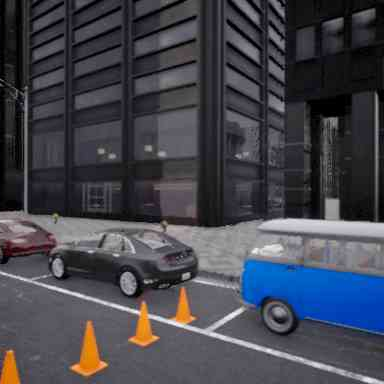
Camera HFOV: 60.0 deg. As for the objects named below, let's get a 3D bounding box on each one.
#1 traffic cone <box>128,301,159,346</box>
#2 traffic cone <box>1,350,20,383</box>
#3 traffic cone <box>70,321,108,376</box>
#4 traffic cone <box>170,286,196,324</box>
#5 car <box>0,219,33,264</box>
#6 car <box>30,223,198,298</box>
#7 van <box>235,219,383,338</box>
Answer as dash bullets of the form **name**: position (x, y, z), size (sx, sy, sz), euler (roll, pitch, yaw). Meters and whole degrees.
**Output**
- **traffic cone**: position (-0.746, 1.976, 5.119), size (0.340, 0.580, 0.340), euler (0, 0, 36)
- **traffic cone**: position (-1.913, 1.968, 3.494), size (0.340, 0.580, 0.340), euler (0, 0, 36)
- **traffic cone**: position (-1.330, 1.972, 4.307), size (0.340, 0.580, 0.340), euler (0, 0, 36)
- **traffic cone**: position (-0.164, 1.980, 5.932), size (0.340, 0.580, 0.340), euler (0, 0, 36)
- **car**: position (-6.485, 1.623, 11.744), size (4.206, 1.307, 1.802), euler (0, 0, 36)
- **car**: position (-1.905, 1.584, 8.458), size (4.403, 1.369, 2.008), euler (0, 0, 36)
- **van**: position (2.675, 1.367, 5.173), size (3.998, 1.788, 1.690), euler (0, 0, 36)
